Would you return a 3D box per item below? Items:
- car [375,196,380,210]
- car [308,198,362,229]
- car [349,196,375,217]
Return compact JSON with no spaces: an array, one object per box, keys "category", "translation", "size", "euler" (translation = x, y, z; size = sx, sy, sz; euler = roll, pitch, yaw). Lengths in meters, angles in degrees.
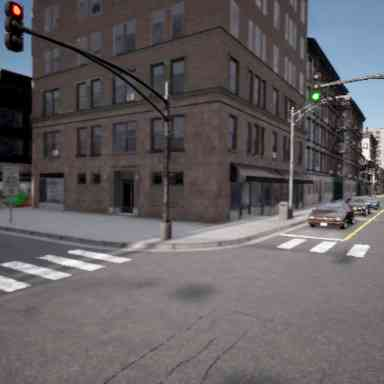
[{"category":"car","translation":[19.557,1.128,36.616],"size":[2.033,1.411,5.357],"euler":[1,1,33]},{"category":"car","translation":[8.430,1.277,19.733],"size":[2.033,1.411,5.357],"euler":[1,1,33]},{"category":"car","translation":[13.782,1.161,27.845],"size":[1.837,1.490,4.892],"euler":[1,1,33]}]
